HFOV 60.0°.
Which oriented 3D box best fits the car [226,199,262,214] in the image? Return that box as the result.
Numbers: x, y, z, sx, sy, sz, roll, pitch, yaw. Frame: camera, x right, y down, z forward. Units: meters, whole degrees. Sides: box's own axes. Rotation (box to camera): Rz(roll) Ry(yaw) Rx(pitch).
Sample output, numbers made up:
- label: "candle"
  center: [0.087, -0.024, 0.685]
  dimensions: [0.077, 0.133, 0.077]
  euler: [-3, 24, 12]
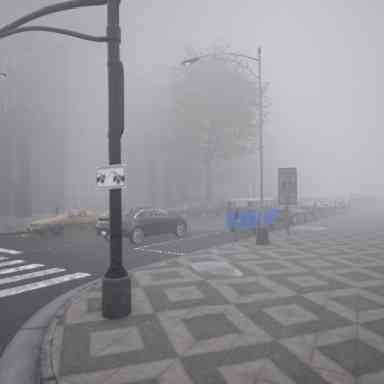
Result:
- label: "car"
  center: [5.712, 1.539, 36.134]
  dimensions: [2.008, 1.369, 4.403]
  euler: [-1, 0, 36]

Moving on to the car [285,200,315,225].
- label: "car"
  center: [6.584, 1.427, 22.756]
  dimensions: [1.947, 1.339, 4.313]
  euler: [-1, 0, 36]

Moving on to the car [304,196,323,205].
- label: "car"
  center: [21.062, 1.452, 57.459]
  dimensions: [1.752, 1.417, 4.829]
  euler: [-1, -1, 36]

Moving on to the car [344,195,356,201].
- label: "car"
  center: [39.561, 1.414, 83.157]
  dimensions: [2.008, 1.369, 4.403]
  euler: [-1, -1, 36]

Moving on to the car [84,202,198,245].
- label: "car"
  center: [-2.138, 1.435, 15.372]
  dimensions: [2.128, 1.511, 4.902]
  euler: [-1, -1, 36]

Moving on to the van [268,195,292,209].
- label: "van"
  center: [11.888, 1.303, 44.720]
  dimensions: [1.690, 1.788, 3.998]
  euler: [-1, -1, 36]

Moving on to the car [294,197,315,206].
- label: "car"
  center: [18.071, 1.503, 53.303]
  dimensions: [1.947, 1.339, 4.313]
  euler: [-1, -1, 36]

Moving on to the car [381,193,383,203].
- label: "car"
  center: [31.983, 1.282, 58.041]
  dimensions: [1.752, 1.417, 4.829]
  euler: [-1, -1, 36]

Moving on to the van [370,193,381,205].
- label: "van"
  center: [28.719, 1.110, 53.511]
  dimensions: [1.690, 1.788, 3.998]
  euler: [-1, -1, 36]

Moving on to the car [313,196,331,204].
- label: "car"
  center: [24.251, 1.465, 61.889]
  dimensions: [2.008, 1.369, 4.403]
  euler: [-1, -1, 36]

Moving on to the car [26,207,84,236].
- label: "car"
  center: [-6.754, 1.573, 18.827]
  dimensions: [1.752, 1.417, 4.829]
  euler: [-1, 0, 36]

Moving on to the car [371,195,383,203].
- label: "car"
  center: [35.047, 1.312, 62.296]
  dimensions: [1.947, 1.339, 4.313]
  euler: [-1, -1, 36]

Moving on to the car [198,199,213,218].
- label: "car"
  center: [-0.468, 1.561, 27.549]
  dimensions: [1.887, 1.381, 4.507]
  euler: [-1, 0, 36]

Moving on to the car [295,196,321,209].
- label: "car"
  center: [15.992, 1.396, 45.693]
  dimensions: [2.128, 1.511, 4.902]
  euler: [-1, -1, 36]

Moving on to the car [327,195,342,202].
- label: "car"
  center: [30.019, 1.445, 69.901]
  dimensions: [2.008, 1.369, 4.403]
  euler: [-1, -1, 36]

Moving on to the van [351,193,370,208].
- label: "van"
  center: [22.394, 1.134, 44.724]
  dimensions: [1.690, 1.788, 3.998]
  euler: [-1, -1, 36]

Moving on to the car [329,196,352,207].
- label: "car"
  center: [21.835, 1.384, 48.673]
  dimensions: [2.033, 1.411, 5.357]
  euler: [-1, -1, 36]

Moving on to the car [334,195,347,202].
- label: "car"
  center: [33.199, 1.428, 74.319]
  dimensions: [1.887, 1.381, 4.507]
  euler: [-1, -1, 36]

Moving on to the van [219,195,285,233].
- label: "van"
  center: [3.419, 1.218, 18.364]
  dimensions: [1.690, 1.788, 3.998]
  euler: [-1, 0, 36]

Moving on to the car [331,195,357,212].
- label: "car"
  center: [16.072, 1.369, 35.936]
  dimensions: [2.008, 1.369, 4.403]
  euler: [-1, -1, 36]

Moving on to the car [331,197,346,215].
- label: "car"
  center: [12.910, 1.414, 31.543]
  dimensions: [1.802, 1.307, 4.206]
  euler: [-1, -1, 36]

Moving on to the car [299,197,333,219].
- label: "car"
  center: [9.746, 1.391, 27.149]
  dimensions: [1.887, 1.381, 4.507]
  euler: [-1, 0, 36]

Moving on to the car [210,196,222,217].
- label: "car"
  center: [2.618, 1.317, 31.843]
  dimensions: [2.192, 1.841, 5.009]
  euler: [-1, 0, 36]
